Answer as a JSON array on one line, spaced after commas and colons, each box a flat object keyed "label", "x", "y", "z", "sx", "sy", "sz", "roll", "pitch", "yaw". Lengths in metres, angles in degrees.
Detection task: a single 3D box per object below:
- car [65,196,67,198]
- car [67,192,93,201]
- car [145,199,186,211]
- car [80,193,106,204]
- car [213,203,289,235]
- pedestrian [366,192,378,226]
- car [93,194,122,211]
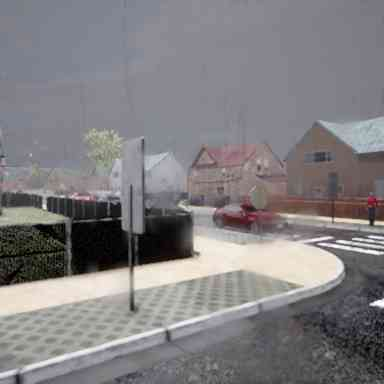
[{"label": "car", "x": -20.328, "y": 0.866, "z": 56.924, "sx": 1.895, "sy": 1.301, "sz": 4.718, "roll": -1, "pitch": 1, "yaw": -34}, {"label": "car", "x": -13.876, "y": 0.817, "z": 42.286, "sx": 2.097, "sy": 1.767, "sz": 4.553, "roll": -1, "pitch": 1, "yaw": -34}, {"label": "car", "x": -2.540, "y": 1.229, "z": 25.560, "sx": 2.033, "sy": 1.411, "sz": 5.357, "roll": -1, "pitch": 1, "yaw": -34}, {"label": "car", "x": -14.423, "y": 0.928, "z": 48.250, "sx": 2.033, "sy": 1.411, "sz": 5.357, "roll": -1, "pitch": 1, "yaw": -35}, {"label": "car", "x": 2.885, "y": 1.309, "z": 17.477, "sx": 1.812, "sy": 1.442, "sz": 4.674, "roll": -1, "pitch": 1, "yaw": -32}, {"label": "pedestrian", "x": 9.700, "y": 0.903, "z": 17.986, "sx": 0.375, "sy": 1.860, "sz": 0.375, "roll": 0, "pitch": 0, "yaw": -34}, {"label": "car", "x": -8.124, "y": 1.081, "z": 33.772, "sx": 1.837, "sy": 1.490, "sz": 4.892, "roll": -1, "pitch": 1, "yaw": -34}]
